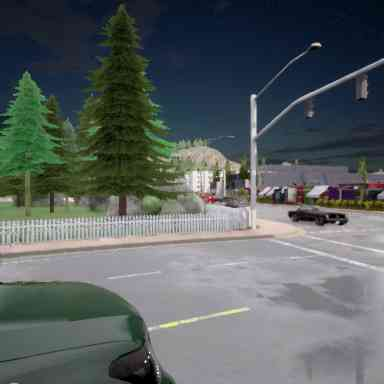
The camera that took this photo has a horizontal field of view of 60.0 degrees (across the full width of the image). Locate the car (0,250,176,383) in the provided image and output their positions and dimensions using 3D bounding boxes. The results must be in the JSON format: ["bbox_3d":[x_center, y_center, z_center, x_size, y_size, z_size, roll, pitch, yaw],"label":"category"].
[{"bbox_3d":[-2.767,1.221,1.662,5.566,2.045,2.150,0,0,-36],"label":"car"}]

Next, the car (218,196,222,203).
[{"bbox_3d":[6.045,1.559,71.150,1.837,1.490,4.892,0,0,-16],"label":"car"}]

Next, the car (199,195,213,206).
[{"bbox_3d":[1.160,1.560,49.880,1.837,1.490,4.892,0,0,-16],"label":"car"}]

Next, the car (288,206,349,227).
[{"bbox_3d":[8.785,1.656,23.495,1.895,1.301,4.718,0,0,-15],"label":"car"}]

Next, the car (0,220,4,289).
[{"bbox_3d":[-6.943,1.505,7.203,4.892,1.490,1.837,0,0,-33],"label":"car"}]

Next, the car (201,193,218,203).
[{"bbox_3d":[2.899,1.277,69.600,2.150,2.045,5.566,0,0,-17],"label":"car"}]

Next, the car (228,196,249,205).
[{"bbox_3d":[8.667,1.547,62.286,2.128,1.511,4.902,0,0,-16],"label":"car"}]

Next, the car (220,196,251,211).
[{"bbox_3d":[5.171,1.547,36.120,2.128,1.511,4.902,0,0,-16],"label":"car"}]
